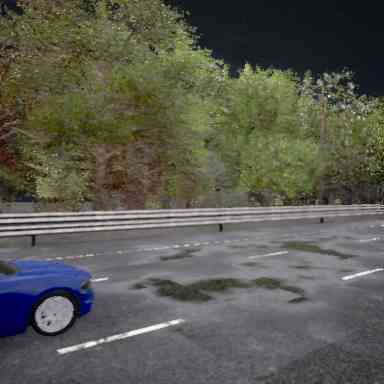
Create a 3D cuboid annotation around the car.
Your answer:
[{"bbox_3d":[-3.940,1.500,4.848,5.008,1.535,1.882,1,-1,-40],"label":"car"}]
